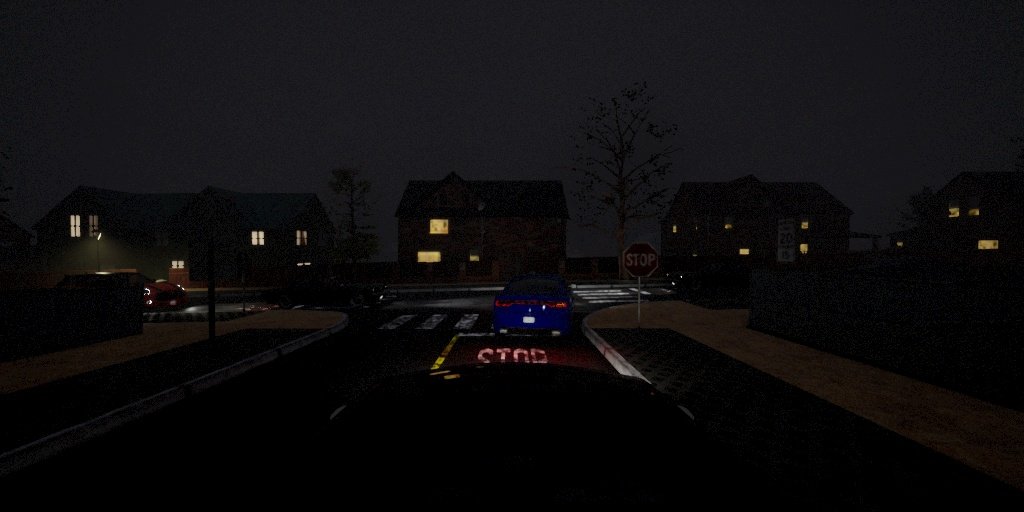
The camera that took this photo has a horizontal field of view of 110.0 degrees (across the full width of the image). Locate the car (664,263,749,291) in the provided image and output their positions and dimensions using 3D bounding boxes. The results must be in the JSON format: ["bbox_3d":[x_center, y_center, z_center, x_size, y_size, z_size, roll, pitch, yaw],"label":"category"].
[{"bbox_3d":[10.409,1.034,18.311,4.718,1.301,1.895,-1,1,-1],"label":"car"}]

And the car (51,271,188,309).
[{"bbox_3d":[-16.800,1.472,15.374,4.553,1.767,2.097,-1,1,0],"label":"car"}]

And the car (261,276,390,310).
[{"bbox_3d":[-7.812,1.506,15.382,4.718,1.301,1.895,-1,1,0],"label":"car"}]

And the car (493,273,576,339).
[{"bbox_3d":[0.786,1.226,10.175,1.882,1.535,5.008,0,0,10],"label":"car"}]

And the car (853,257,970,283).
[{"bbox_3d":[20.055,0.753,18.347,5.357,1.411,2.033,-1,1,0],"label":"car"}]
